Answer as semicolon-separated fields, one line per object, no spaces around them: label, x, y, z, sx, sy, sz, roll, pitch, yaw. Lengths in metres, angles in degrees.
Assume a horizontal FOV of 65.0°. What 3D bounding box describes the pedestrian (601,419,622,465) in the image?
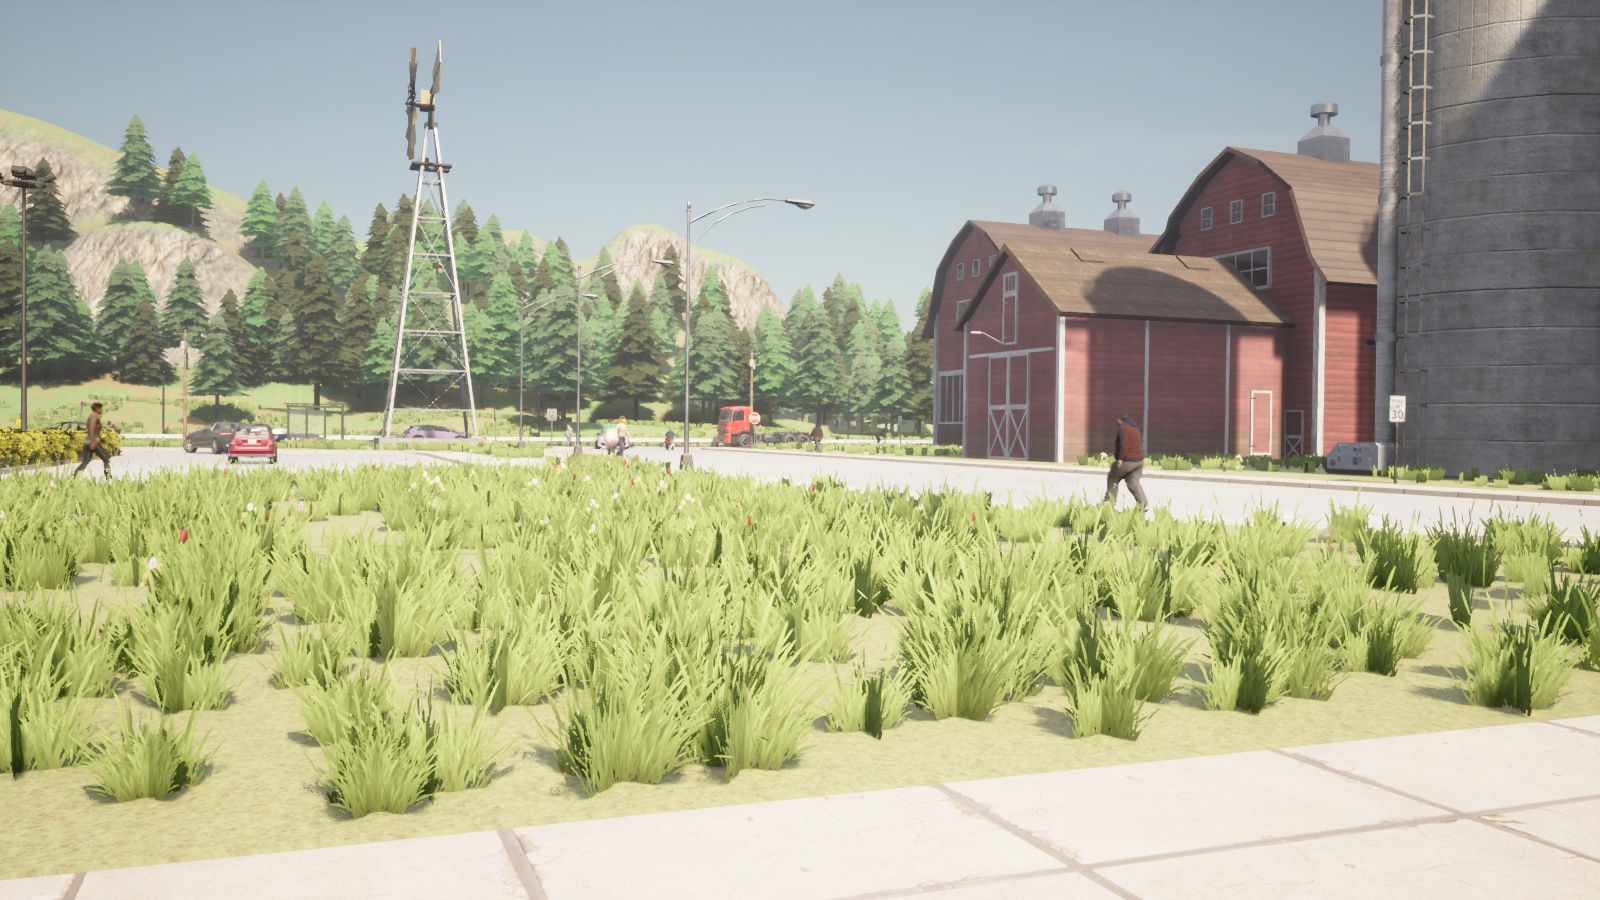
pedestrian;-8.150;-0.342;54.286;0.659;1.952;0.873;-1;1;-22

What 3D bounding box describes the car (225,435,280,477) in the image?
car;-21.322;0.211;49.002;1.789;1.549;3.705;-1;1;-21

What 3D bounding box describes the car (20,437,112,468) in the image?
car;-37.941;0.129;65.002;3.705;1.549;1.789;-1;1;-10

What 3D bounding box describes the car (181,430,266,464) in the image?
car;-29.348;-0.145;63.852;5.027;1.651;2.152;0;1;43

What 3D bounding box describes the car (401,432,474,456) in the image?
car;-26.073;-0.458;90.220;4.856;1.649;2.033;-1;1;-21

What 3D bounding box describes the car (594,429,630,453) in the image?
car;-13.432;-0.668;89.476;2.242;1.667;4.611;-1;1;-13

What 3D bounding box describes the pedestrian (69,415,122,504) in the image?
pedestrian;-14.629;0.187;26.102;0.328;1.805;0.869;0;1;39

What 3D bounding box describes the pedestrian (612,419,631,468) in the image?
pedestrian;-6.669;-0.239;47.014;0.594;1.836;0.345;0;1;34

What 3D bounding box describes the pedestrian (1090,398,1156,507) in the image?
pedestrian;5.614;0.037;21.845;0.634;1.844;0.899;-1;1;-42

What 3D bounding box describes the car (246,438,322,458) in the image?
car;-35.537;-0.126;86.605;4.718;1.301;1.895;-1;1;-21

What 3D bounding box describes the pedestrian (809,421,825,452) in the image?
pedestrian;1.019;-0.789;75.684;0.634;1.844;0.899;-1;1;-22
